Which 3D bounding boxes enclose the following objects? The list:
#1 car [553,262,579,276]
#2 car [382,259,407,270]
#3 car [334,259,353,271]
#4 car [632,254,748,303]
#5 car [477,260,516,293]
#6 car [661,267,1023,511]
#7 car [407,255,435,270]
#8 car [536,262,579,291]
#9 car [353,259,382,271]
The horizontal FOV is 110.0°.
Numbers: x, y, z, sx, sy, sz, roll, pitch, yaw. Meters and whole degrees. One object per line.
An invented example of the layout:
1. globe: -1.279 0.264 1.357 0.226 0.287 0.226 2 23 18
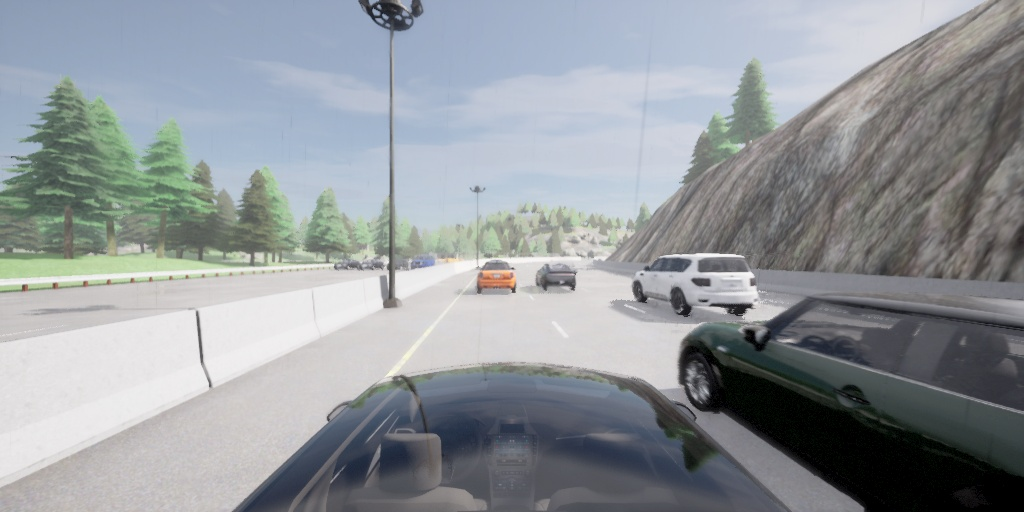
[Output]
1. car: 5.446 1.303 36.659 1.895 1.301 4.718 0 0 -1
2. car: -15.570 1.235 49.130 1.837 1.490 4.892 0 0 2
3. car: -22.568 1.185 49.298 2.128 1.511 4.902 0 0 2
4. car: 6.467 0.955 13.438 2.150 2.045 5.566 0 0 -3
5. car: -0.905 1.077 20.850 2.097 1.767 4.553 0 0 -3
6. car: 3.464 1.100 3.231 2.097 1.767 4.553 0 0 -3
7. car: -12.075 0.916 48.940 2.150 2.045 5.566 0 0 2
8. car: 2.560 1.213 21.646 2.128 1.511 4.902 0 0 -3
9. car: -19.082 1.182 48.852 2.128 1.511 4.902 0 0 2
